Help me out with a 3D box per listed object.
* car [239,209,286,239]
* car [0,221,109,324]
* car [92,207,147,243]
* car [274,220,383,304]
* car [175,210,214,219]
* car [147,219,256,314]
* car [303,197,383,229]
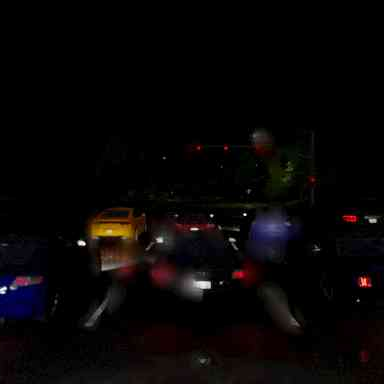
[{"bbox_3d":[3.604,1.564,16.822,1.994,1.385,4.181,0,0,0],"label":"car"},{"bbox_3d":[-3.397,1.564,7.252,1.994,1.385,4.181,0,0,0],"label":"car"},{"bbox_3d":[-3.397,1.478,16.183,1.882,1.535,5.008,0,0,0],"label":"car"},{"bbox_3d":[3.602,1.601,8.065,1.895,1.301,4.718,0,0,0],"label":"car"},{"bbox_3d":[0.104,1.564,16.117,1.994,1.385,4.181,0,0,0],"label":"car"},{"bbox_3d":[0.116,1.564,7.713,1.994,1.385,4.181,0,0,-1],"label":"car"},{"bbox_3d":[7.104,1.222,15.747,2.150,2.045,5.566,0,0,0],"label":"car"}]
